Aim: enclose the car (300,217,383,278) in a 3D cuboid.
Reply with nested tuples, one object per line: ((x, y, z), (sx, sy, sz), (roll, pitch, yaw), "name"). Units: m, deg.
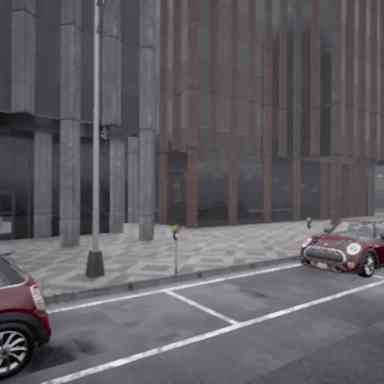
((5.233, 1.531, 10.383), (4.097, 1.590, 1.967), (1, -1, -35), "car")

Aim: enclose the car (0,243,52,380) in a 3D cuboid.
((-3.946, 1.430, 3.838), (4.097, 1.590, 1.967), (1, -1, -35), "car")
